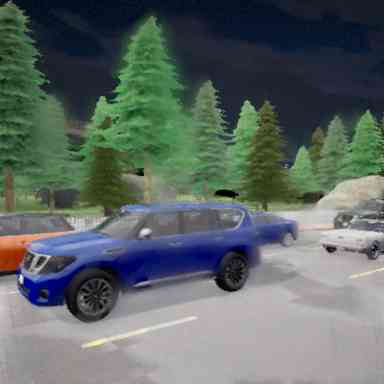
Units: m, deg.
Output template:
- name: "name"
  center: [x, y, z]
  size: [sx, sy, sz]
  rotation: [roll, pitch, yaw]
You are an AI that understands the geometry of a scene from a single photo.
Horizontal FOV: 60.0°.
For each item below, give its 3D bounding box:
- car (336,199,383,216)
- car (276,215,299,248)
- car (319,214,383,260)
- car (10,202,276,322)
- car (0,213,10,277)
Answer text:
- name: "car"
  center: [10.836, 1.441, 19.377]
  size: [5.566, 2.045, 2.150]
  rotation: [1, 0, -27]
- name: "car"
  center: [2.411, 1.588, 14.121]
  size: [5.008, 1.535, 1.882]
  rotation: [1, 0, -34]
- name: "car"
  center: [7.198, 1.749, 13.190]
  size: [4.718, 1.301, 1.895]
  rotation: [1, 0, -33]
- name: "car"
  center: [-0.841, 1.262, 7.654]
  size: [5.566, 2.045, 2.150]
  rotation: [1, 0, -35]
- name: "car"
  center: [-5.206, 1.360, 8.834]
  size: [4.553, 1.767, 2.097]
  rotation: [1, 0, -35]
